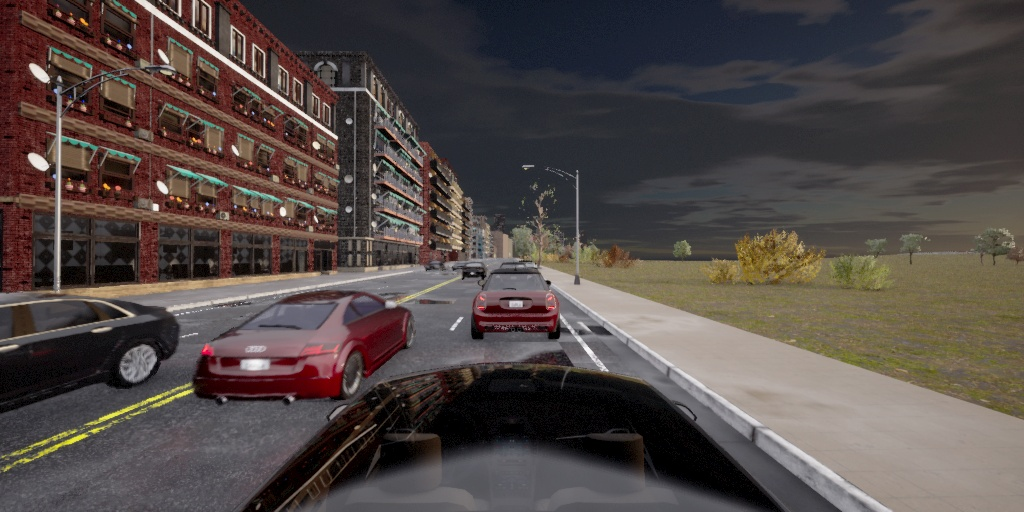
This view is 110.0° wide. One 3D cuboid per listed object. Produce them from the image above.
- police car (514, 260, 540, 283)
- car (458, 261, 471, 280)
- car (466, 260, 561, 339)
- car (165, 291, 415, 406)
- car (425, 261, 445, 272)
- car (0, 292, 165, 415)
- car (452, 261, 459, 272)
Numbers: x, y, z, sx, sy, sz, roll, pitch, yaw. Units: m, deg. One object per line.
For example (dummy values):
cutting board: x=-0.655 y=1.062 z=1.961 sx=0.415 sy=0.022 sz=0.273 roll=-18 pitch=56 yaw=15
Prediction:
police car: x=1.104 y=1.179 z=29.464 sx=1.930 sy=1.638 sz=5.238 roll=0 pitch=0 yaw=0
car: x=-3.186 y=1.231 z=31.453 sx=1.882 sy=1.535 sz=5.008 roll=0 pitch=0 yaw=0
car: x=0.082 y=1.104 z=10.196 sx=2.097 sy=1.767 sz=4.553 roll=0 pitch=0 yaw=0
car: x=-3.158 y=1.314 z=6.413 sx=1.994 sy=1.385 sz=4.181 roll=0 pitch=0 yaw=0
car: x=-9.902 y=1.317 z=46.488 sx=1.994 sy=1.385 sz=4.181 roll=0 pitch=0 yaw=0
car: x=-6.604 y=1.255 z=4.093 sx=1.837 sy=1.490 sz=4.892 roll=0 pitch=0 yaw=0
car: x=-6.653 y=1.317 z=47.315 sx=1.994 sy=1.385 sz=4.181 roll=0 pitch=0 yaw=0
